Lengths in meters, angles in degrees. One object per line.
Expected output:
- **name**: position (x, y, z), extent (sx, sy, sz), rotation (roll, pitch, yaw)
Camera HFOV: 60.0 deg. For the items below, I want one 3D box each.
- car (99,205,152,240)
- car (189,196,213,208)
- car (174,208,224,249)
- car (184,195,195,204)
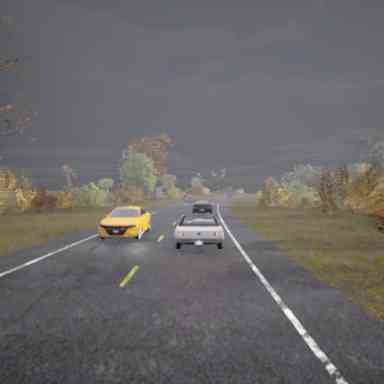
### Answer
- **car**: position (-3.312, 1.476, 17.246), extent (1.882, 1.535, 5.008), rotation (0, 0, 2)
- **car**: position (1.051, 1.471, 32.823), extent (1.882, 1.535, 5.008), rotation (0, 0, 3)
- **car**: position (0.318, 1.601, 14.607), extent (1.895, 1.301, 4.718), rotation (0, 0, 1)
- **car**: position (-0.181, 1.329, 63.422), extent (2.097, 1.767, 4.553), rotation (0, 0, 6)
